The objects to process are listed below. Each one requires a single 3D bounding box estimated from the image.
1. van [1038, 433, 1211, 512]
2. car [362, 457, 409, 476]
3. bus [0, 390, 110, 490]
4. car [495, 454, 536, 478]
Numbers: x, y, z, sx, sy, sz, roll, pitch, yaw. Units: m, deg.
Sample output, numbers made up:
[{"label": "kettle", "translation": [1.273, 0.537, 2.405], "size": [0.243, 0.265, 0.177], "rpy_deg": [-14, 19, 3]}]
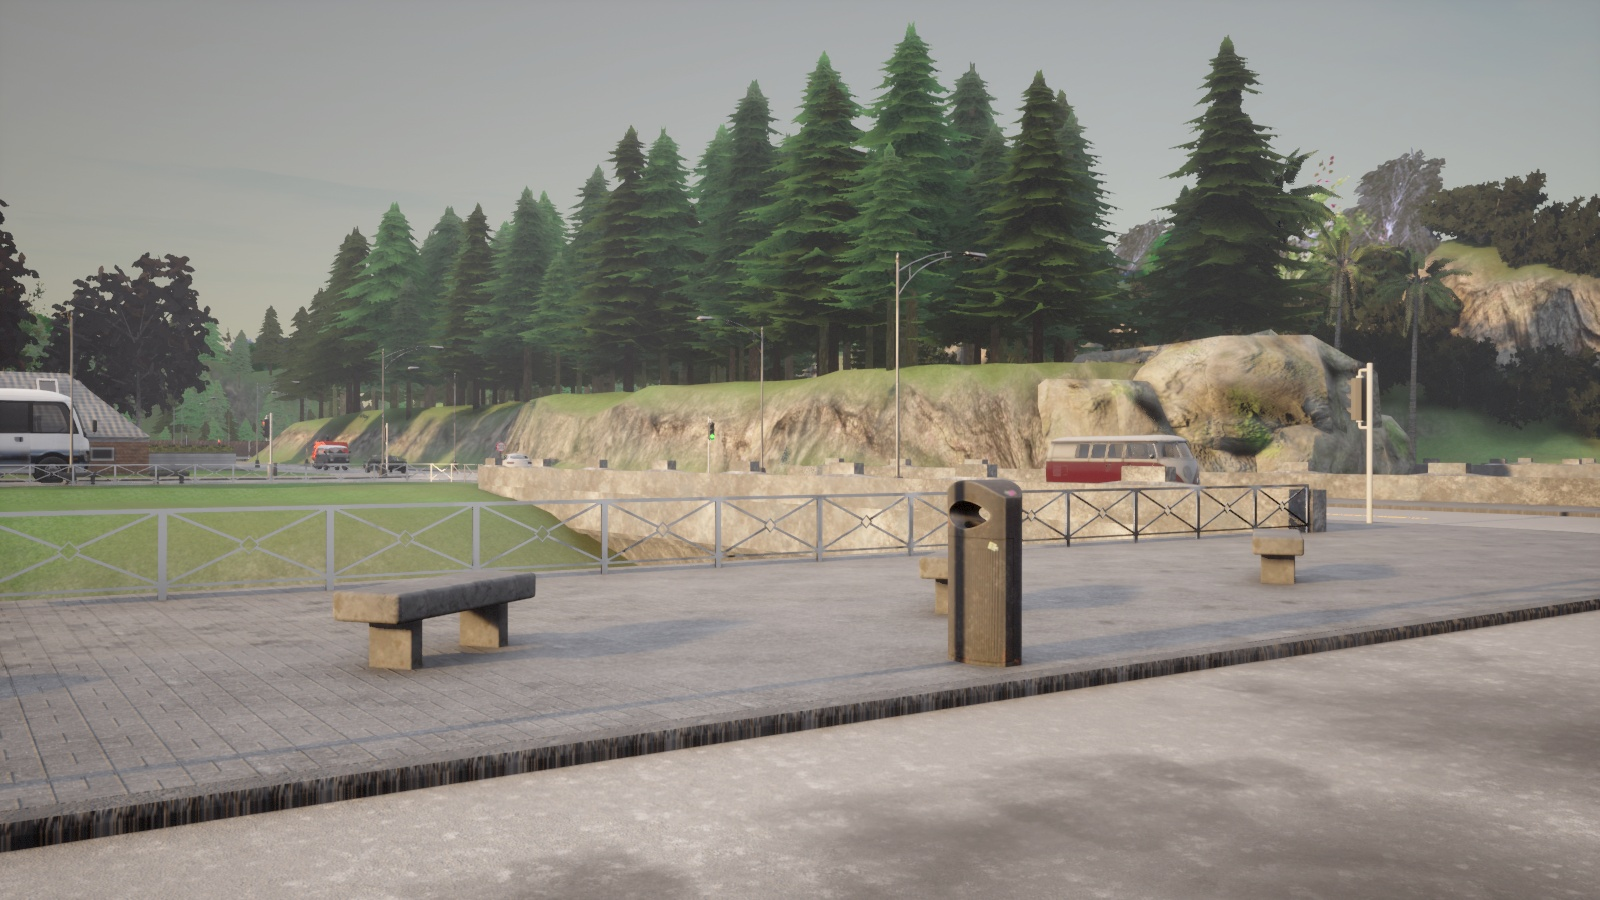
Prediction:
[{"label": "van", "translation": [8.667, 0.562, 33.875], "size": [1.775, 1.987, 4.442], "rpy_deg": [0, 0, -35]}, {"label": "car", "translation": [-29.154, 1.123, 88.243], "size": [1.895, 1.301, 4.718], "rpy_deg": [0, 0, -35]}, {"label": "bus", "translation": [-35.954, -0.422, 54.361], "size": [10.273, 4.253, 3.944], "rpy_deg": [0, 0, -35]}, {"label": "car", "translation": [-17.820, 1.000, 78.510], "size": [1.812, 1.442, 4.674], "rpy_deg": [0, 0, -22]}]
